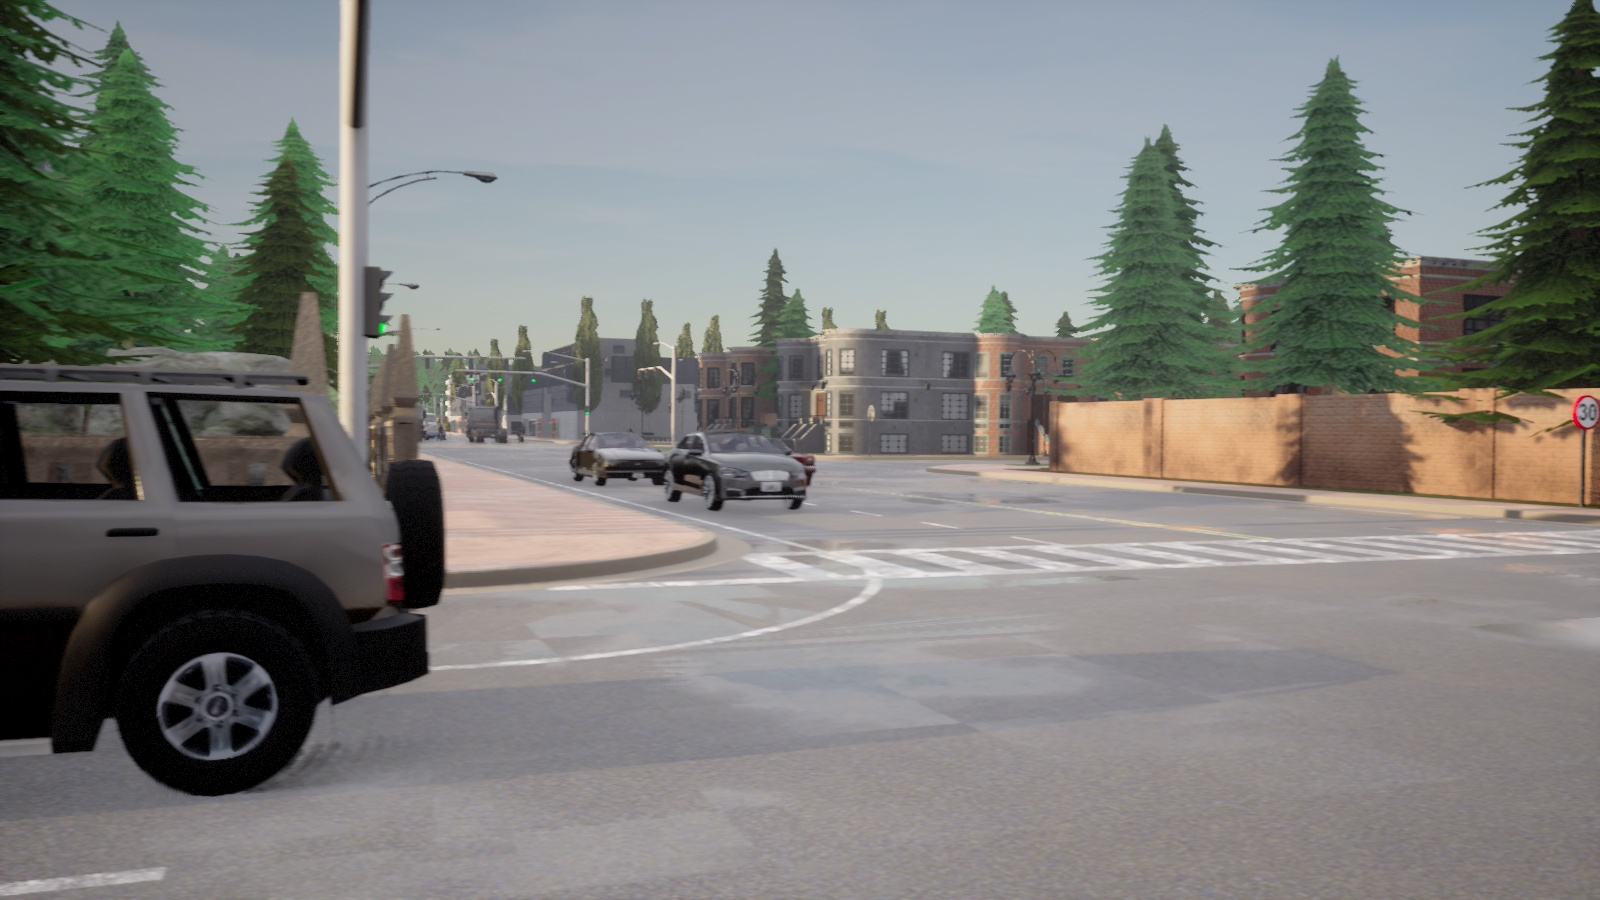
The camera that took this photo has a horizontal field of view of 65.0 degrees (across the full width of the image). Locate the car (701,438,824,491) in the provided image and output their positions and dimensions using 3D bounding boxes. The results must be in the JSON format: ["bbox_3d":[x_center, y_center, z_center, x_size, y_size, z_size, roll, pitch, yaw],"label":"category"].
[{"bbox_3d":[-1.122,0.339,34.304,1.895,1.301,4.718,-1,1,-21],"label":"car"}]

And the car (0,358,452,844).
[{"bbox_3d":[-3.994,0.572,5.464,4.605,1.855,1.932,-1,1,-21],"label":"car"}]

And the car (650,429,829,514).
[{"bbox_3d":[-1.345,0.350,25.142,2.128,1.511,4.902,-1,1,-21],"label":"car"}]

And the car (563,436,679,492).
[{"bbox_3d":[-5.061,0.324,34.791,2.033,1.411,5.357,-1,1,-21],"label":"car"}]
